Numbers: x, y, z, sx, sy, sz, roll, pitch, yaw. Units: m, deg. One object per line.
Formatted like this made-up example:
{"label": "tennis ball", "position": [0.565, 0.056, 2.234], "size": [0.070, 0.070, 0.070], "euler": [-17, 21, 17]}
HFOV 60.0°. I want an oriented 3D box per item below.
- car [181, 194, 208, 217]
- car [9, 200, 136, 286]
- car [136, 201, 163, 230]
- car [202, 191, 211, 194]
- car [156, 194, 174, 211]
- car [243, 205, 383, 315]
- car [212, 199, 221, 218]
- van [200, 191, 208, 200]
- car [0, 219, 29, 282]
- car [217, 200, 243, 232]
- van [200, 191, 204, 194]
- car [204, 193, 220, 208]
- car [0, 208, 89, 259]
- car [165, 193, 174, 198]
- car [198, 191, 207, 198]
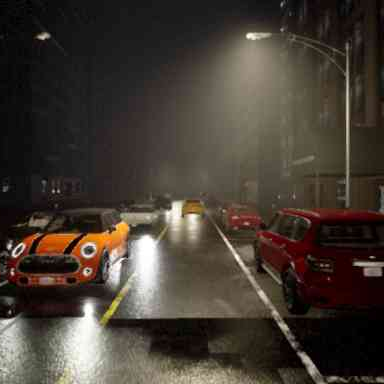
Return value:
{"label": "car", "position": [0.086, 1.255, 28.636], "size": [1.882, 1.535, 5.008], "euler": [0, 1, 0]}
{"label": "car", "position": [-3.097, 1.280, 9.328], "size": [2.097, 1.767, 4.553], "euler": [0, 1, 0]}
{"label": "car", "position": [-3.063, 1.446, 20.026], "size": [1.895, 1.301, 4.718], "euler": [0, 0, 0]}
{"label": "car", "position": [2.675, 1.073, 46.842], "size": [1.967, 1.590, 4.097], "euler": [0, 0, 0]}
{"label": "car", "position": [-3.048, 1.267, 35.982], "size": [2.033, 1.411, 5.357], "euler": [0, 0, 1]}
{"label": "car", "position": [2.696, 1.258, 7.352], "size": [2.192, 1.841, 5.009], "euler": [0, 0, 0]}
{"label": "car", "position": [2.685, 1.394, 24.277], "size": [1.802, 1.307, 4.206], "euler": [0, 0, 0]}
{"label": "van", "position": [2.662, 0.745, 75.047], "size": [1.690, 1.788, 3.998], "euler": [1, 0, 0]}
{"label": "car", "position": [-5.685, 1.510, 7.307], "size": [1.947, 1.339, 4.313], "euler": [0, 0, 0]}
{"label": "car", "position": [2.689, 1.401, 18.636], "size": [1.887, 1.381, 4.507], "euler": [0, 0, 0]}
{"label": "van", "position": [2.670, 0.883, 58.123], "size": [1.690, 1.788, 3.998], "euler": [1, 0, 0]}
{"label": "car", "position": [2.677, 1.222, 41.201], "size": [1.887, 1.381, 4.507], "euler": [0, 0, 0]}
{"label": "car", "position": [-5.689, 1.451, 12.949], "size": [2.008, 1.369, 4.403], "euler": [0, 0, 0]}
{"label": "car", "position": [-5.727, 0.862, 86.304], "size": [2.008, 1.369, 4.403], "euler": [1, 0, 0]}
{"label": "car", "position": [2.656, 0.625, 86.329], "size": [2.192, 1.841, 5.009], "euler": [1, 0, 0]}
